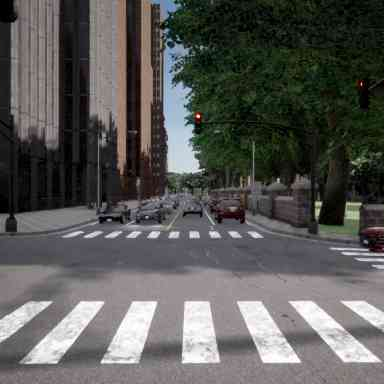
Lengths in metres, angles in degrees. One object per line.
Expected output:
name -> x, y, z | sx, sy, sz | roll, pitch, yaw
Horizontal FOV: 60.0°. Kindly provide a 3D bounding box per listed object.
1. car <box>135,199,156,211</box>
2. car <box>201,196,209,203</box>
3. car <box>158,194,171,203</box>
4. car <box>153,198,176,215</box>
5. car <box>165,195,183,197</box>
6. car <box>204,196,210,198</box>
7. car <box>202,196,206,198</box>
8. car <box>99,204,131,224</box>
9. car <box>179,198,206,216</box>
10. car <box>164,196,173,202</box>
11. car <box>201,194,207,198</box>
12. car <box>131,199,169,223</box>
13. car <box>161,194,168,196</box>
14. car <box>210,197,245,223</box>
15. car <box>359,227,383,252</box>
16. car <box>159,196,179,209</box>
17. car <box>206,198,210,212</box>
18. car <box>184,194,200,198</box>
car -> -5.711, 1.579, 41.595 | 2.008, 1.369, 4.403 | 0, 0, 0
car -> 2.854, 1.593, 74.501 | 1.752, 1.417, 4.829 | 0, 0, 0
car -> -5.678, 1.375, 68.881 | 2.192, 1.841, 5.009 | 0, 0, 0
car -> -3.056, 1.622, 34.751 | 1.895, 1.301, 4.718 | 0, 0, 0
car -> -2.988, 1.590, 54.096 | 2.033, 1.411, 5.357 | 0, 0, 0
car -> 2.814, 1.579, 41.592 | 2.008, 1.369, 4.403 | 0, 0, 0
car -> 2.820, 1.586, 47.049 | 2.008, 1.369, 4.403 | 0, 0, 0
car -> -5.731, 1.577, 25.224 | 1.947, 1.339, 4.313 | 0, 0, 0
car -> 0.089, 1.566, 32.305 | 2.033, 1.411, 5.357 | 0, 0, 1
car -> -5.665, 1.621, 79.795 | 1.887, 1.381, 4.507 | 0, 0, 0
car -> 2.827, 1.481, 52.505 | 1.967, 1.590, 4.097 | 0, 0, 0
car -> -3.075, 1.516, 25.496 | 1.837, 1.490, 4.892 | 0, 0, 1
car -> -5.685, 1.635, 63.423 | 1.802, 1.307, 4.206 | 0, 0, 0
car -> 2.794, 1.326, 25.223 | 2.192, 1.841, 5.009 | 0, 0, 0
car -> 9.145, 1.689, 12.938 | 5.008, 1.535, 1.882 | 1, 0, -5
car -> -3.038, 1.595, 43.952 | 1.994, 1.385, 4.181 | 0, 0, 0
car -> 2.807, 1.588, 36.136 | 1.947, 1.339, 4.313 | 0, 0, 0
car -> 0.141, 1.540, 58.253 | 2.128, 1.511, 4.902 | 0, 0, 0
